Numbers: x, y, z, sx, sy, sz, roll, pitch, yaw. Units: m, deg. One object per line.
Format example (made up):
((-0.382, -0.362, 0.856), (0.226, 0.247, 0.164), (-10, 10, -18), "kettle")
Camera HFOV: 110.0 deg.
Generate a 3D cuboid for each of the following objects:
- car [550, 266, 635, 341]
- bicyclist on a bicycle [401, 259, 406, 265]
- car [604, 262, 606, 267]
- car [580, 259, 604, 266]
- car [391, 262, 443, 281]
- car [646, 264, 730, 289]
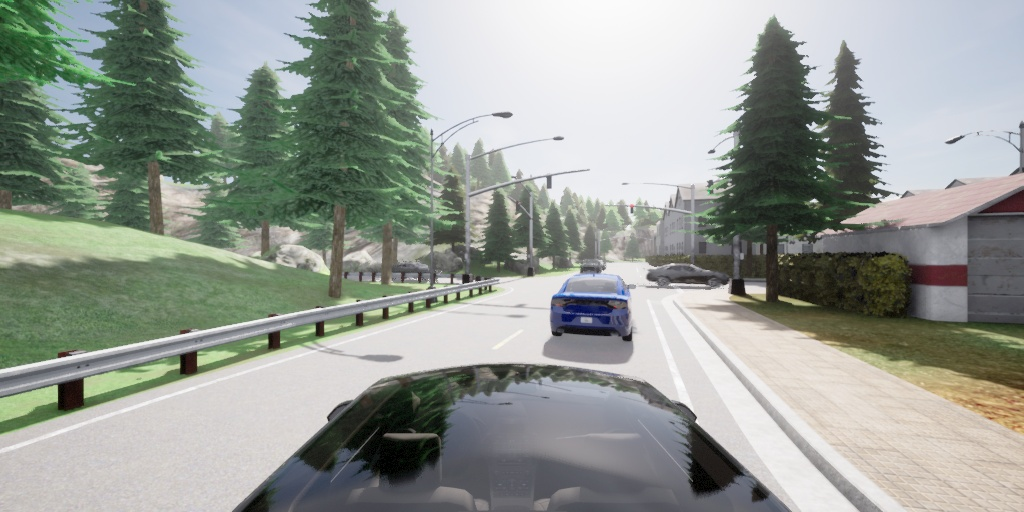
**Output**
((2.372, 1.227, 10.062), (1.882, 1.535, 5.008), (0, 0, 18), "car")
((-11.447, 1.165, 38.035), (0.582, 1.620, 1.656), (-2, 5, 18), "bicyclist on a bicycle")
((12.772, 1.294, 52.735), (2.033, 1.411, 5.357), (0, 0, 19), "car")
((9.438, 1.099, 42.821), (2.097, 1.767, 4.553), (0, 0, 19), "car")
((-7.974, 1.255, 29.476), (4.902, 1.511, 2.128), (0, 0, 18), "car")
((11.259, 1.254, 23.186), (4.902, 1.511, 2.128), (0, 0, 18), "car")
